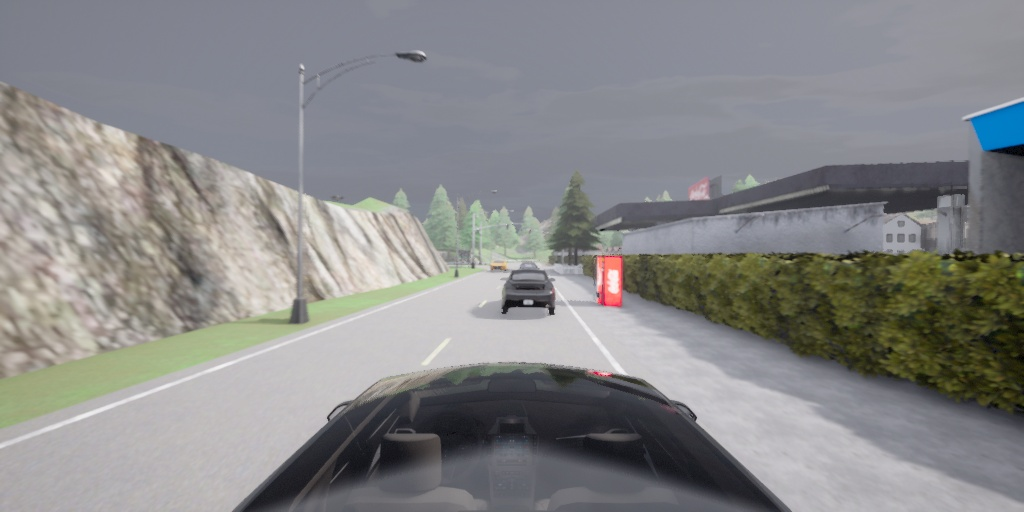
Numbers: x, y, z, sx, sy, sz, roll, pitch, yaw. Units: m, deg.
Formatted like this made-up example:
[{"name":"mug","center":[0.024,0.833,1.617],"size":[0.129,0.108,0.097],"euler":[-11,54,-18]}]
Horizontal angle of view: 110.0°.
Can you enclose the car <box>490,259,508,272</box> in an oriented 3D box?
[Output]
[{"name":"car","center":[-1.575,1.153,44.683],"size":[1.882,1.535,5.008],"euler":[1,0,3]}]

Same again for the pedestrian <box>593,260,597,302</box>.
[{"name":"pedestrian","center":[3.795,1.058,15.821],"size":[0.375,1.860,0.375],"euler":[1,0,3]}]

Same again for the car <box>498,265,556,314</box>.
[{"name":"car","center":[0.624,1.242,13.822],"size":[1.837,1.490,4.892],"euler":[0,0,2]}]

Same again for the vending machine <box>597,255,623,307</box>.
[{"name":"vending machine","center":[4.049,0.963,14.880],"size":[1.100,2.100,0.880],"euler":[0,0,3]}]

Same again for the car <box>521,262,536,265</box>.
[{"name":"car","center":[1.429,1.269,31.290],"size":[2.033,1.411,5.357],"euler":[1,0,3]}]
